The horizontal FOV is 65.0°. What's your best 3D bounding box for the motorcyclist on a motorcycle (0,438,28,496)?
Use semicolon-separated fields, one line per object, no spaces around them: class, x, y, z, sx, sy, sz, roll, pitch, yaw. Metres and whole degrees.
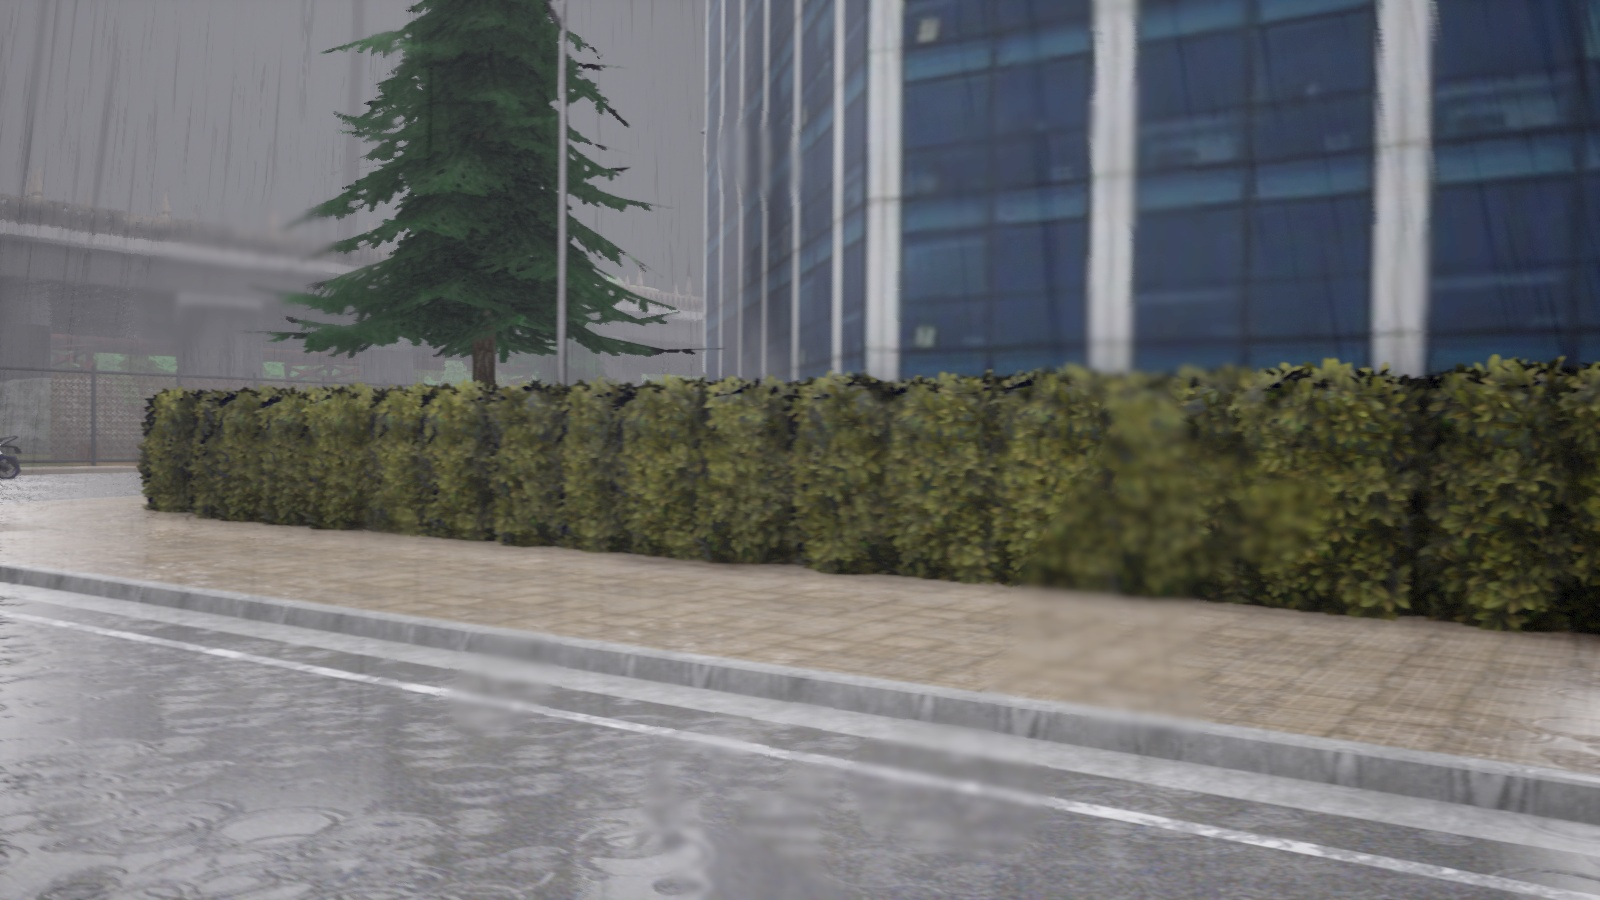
motorcyclist on a motorcycle;-21.592;0.458;32.847;0.866;1.530;2.191;0;1;34
